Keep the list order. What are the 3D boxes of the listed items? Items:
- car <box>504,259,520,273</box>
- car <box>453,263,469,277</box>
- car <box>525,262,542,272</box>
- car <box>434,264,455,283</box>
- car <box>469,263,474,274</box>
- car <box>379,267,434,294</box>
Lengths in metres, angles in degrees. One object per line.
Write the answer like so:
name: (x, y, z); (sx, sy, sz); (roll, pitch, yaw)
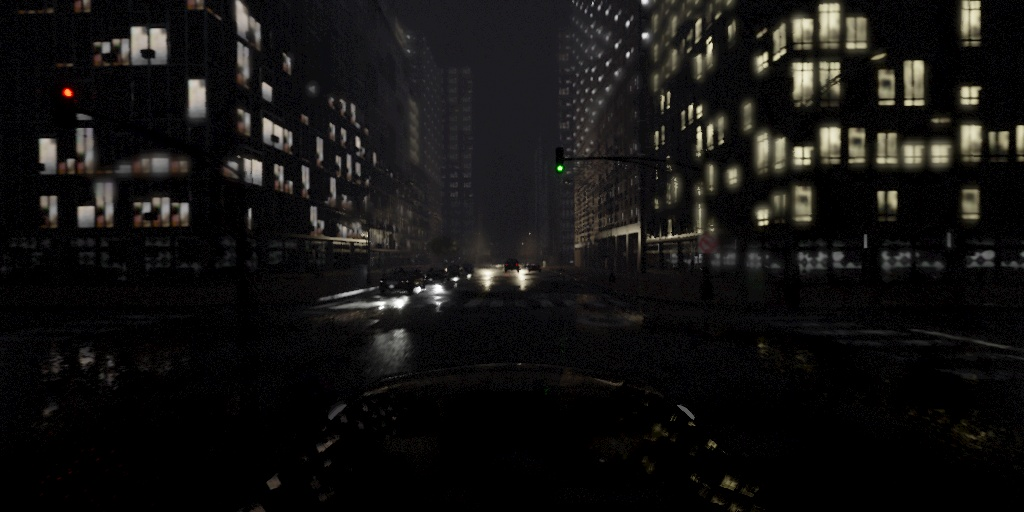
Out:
car: (0.005, 1.397, 52.673); (2.150, 2.045, 5.566); (-1, -1, 0)
car: (-6.590, 1.677, 41.178); (2.033, 1.411, 5.357); (-1, -1, 0)
car: (3.357, 1.755, 53.933); (1.895, 1.301, 4.718); (-1, -1, 0)
car: (-6.600, 1.634, 31.407); (1.895, 1.301, 4.718); (-1, -1, 0)
car: (-6.553, 1.707, 51.519); (1.882, 1.535, 5.008); (-1, -1, 1)
car: (-6.605, 1.432, 22.128); (2.128, 1.511, 4.902); (-1, -1, 0)
